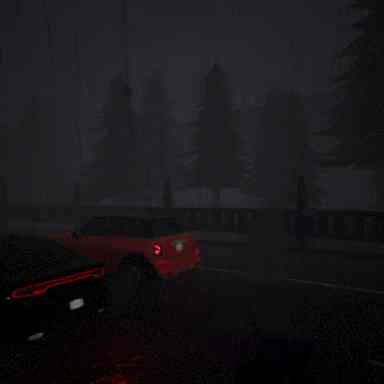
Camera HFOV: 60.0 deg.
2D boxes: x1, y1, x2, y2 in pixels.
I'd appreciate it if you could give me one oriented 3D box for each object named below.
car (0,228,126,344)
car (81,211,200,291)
[{"bbox_3d":[-3.805,1.511,6.202,5.008,1.535,1.882,0,0,32],"label":"car"},{"bbox_3d":[-2.113,1.377,9.231,4.553,1.767,2.097,0,0,32],"label":"car"}]
